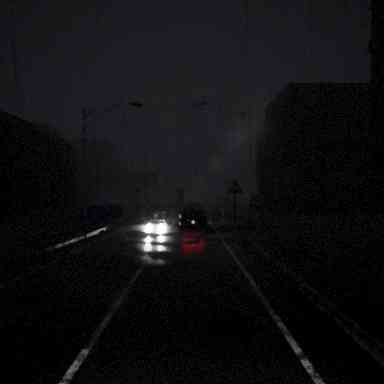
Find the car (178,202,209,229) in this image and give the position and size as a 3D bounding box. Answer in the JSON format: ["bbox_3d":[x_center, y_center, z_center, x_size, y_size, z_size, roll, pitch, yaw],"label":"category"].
[{"bbox_3d":[0.089,1.686,23.348,1.837,1.490,4.892,0,-1,0],"label":"car"}]

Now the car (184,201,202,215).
[{"bbox_3d":[0.171,1.824,38.643,1.994,1.385,4.181,0,0,2],"label":"car"}]

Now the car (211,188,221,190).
[{"bbox_3d":[8.086,0.469,90.767,4.553,1.767,2.185,0,2,-1],"label":"car"}]

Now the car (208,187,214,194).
[{"bbox_3d":[8.114,0.251,93.517,5.566,2.045,2.435,0,2,-1],"label":"car"}]

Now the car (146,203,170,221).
[{"bbox_3d":[-3.012,1.733,30.091,2.128,1.511,4.902,0,0,0],"label":"car"}]

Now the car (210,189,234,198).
[{"bbox_3d":[7.997,0.787,85.260,5.366,1.575,1.946,0,2,-1],"label":"car"}]

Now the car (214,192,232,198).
[{"bbox_3d":[8.154,0.731,88.020,4.674,1.452,2.002,0,2,-1],"label":"car"}]
